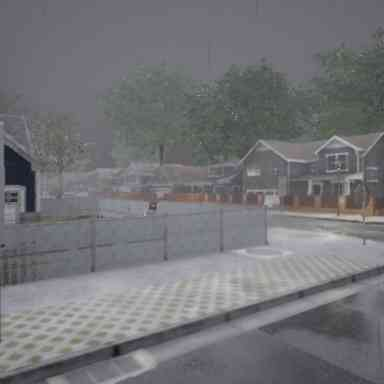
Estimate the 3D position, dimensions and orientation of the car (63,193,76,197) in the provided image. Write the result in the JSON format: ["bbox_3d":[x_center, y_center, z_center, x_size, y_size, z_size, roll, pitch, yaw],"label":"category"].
[{"bbox_3d":[-21.468,1.022,58.297,1.837,1.490,4.892,-1,1,-35],"label":"car"}]

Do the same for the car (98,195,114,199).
[{"bbox_3d":[-11.259,1.137,43.625,2.033,1.411,5.357,-1,1,-35],"label":"car"}]
